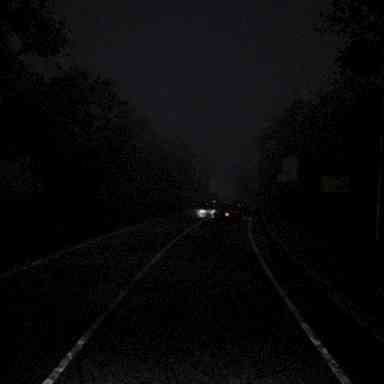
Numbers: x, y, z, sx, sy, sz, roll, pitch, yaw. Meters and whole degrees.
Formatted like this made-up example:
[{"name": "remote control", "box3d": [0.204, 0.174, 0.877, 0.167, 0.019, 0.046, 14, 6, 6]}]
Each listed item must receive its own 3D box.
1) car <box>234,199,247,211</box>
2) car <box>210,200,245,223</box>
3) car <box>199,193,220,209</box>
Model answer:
[{"name": "car", "box3d": [5.809, 1.537, 41.335, 1.994, 1.385, 4.181, 1, 0, 10]}, {"name": "car", "box3d": [2.805, 1.548, 25.320, 1.994, 1.385, 4.181, 1, 0, 10]}, {"name": "car", "box3d": [2.380, 1.131, 43.221, 2.150, 2.045, 5.566, 1, 0, 10]}]
